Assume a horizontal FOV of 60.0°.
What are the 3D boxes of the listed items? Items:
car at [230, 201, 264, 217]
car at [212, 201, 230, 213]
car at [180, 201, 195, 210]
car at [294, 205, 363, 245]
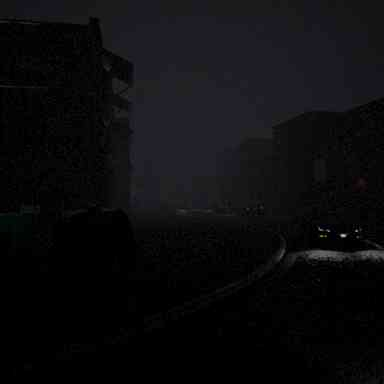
[{"bbox_3d":[6.222,1.761,36.870,2.097,1.767,4.553,-1,0,-11],"label":"car"},{"bbox_3d":[4.300,2.038,47.097,2.097,1.767,4.553,-1,0,-11],"label":"car"},{"bbox_3d":[-0.741,2.229,56.681,1.812,1.442,4.674,-1,1,-11],"label":"car"},{"bbox_3d":[5.809,1.383,14.694,1.837,1.490,4.892,0,-1,5],"label":"car"}]
